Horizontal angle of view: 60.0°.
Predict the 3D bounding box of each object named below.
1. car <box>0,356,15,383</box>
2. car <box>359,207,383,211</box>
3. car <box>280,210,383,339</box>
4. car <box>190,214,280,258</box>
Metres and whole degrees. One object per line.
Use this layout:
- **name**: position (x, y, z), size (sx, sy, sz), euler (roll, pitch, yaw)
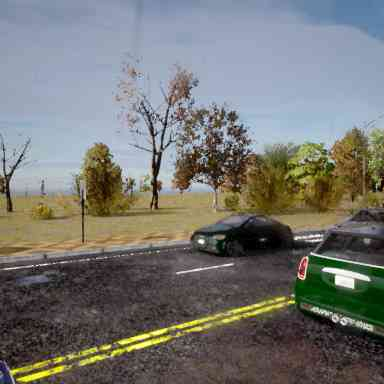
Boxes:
- **car**: position (-3.061, 1.352, 1.199), size (4.553, 1.767, 2.097), euler (0, 0, -36)
- **car**: position (6.892, 1.349, 12.196), size (4.553, 1.767, 2.097), euler (0, 0, -33)
- **car**: position (4.027, 1.351, 6.137), size (4.553, 1.767, 2.097), euler (0, 0, -34)
- **car**: position (1.988, 1.562, 12.851), size (4.181, 1.385, 1.994), euler (0, 0, -34)
